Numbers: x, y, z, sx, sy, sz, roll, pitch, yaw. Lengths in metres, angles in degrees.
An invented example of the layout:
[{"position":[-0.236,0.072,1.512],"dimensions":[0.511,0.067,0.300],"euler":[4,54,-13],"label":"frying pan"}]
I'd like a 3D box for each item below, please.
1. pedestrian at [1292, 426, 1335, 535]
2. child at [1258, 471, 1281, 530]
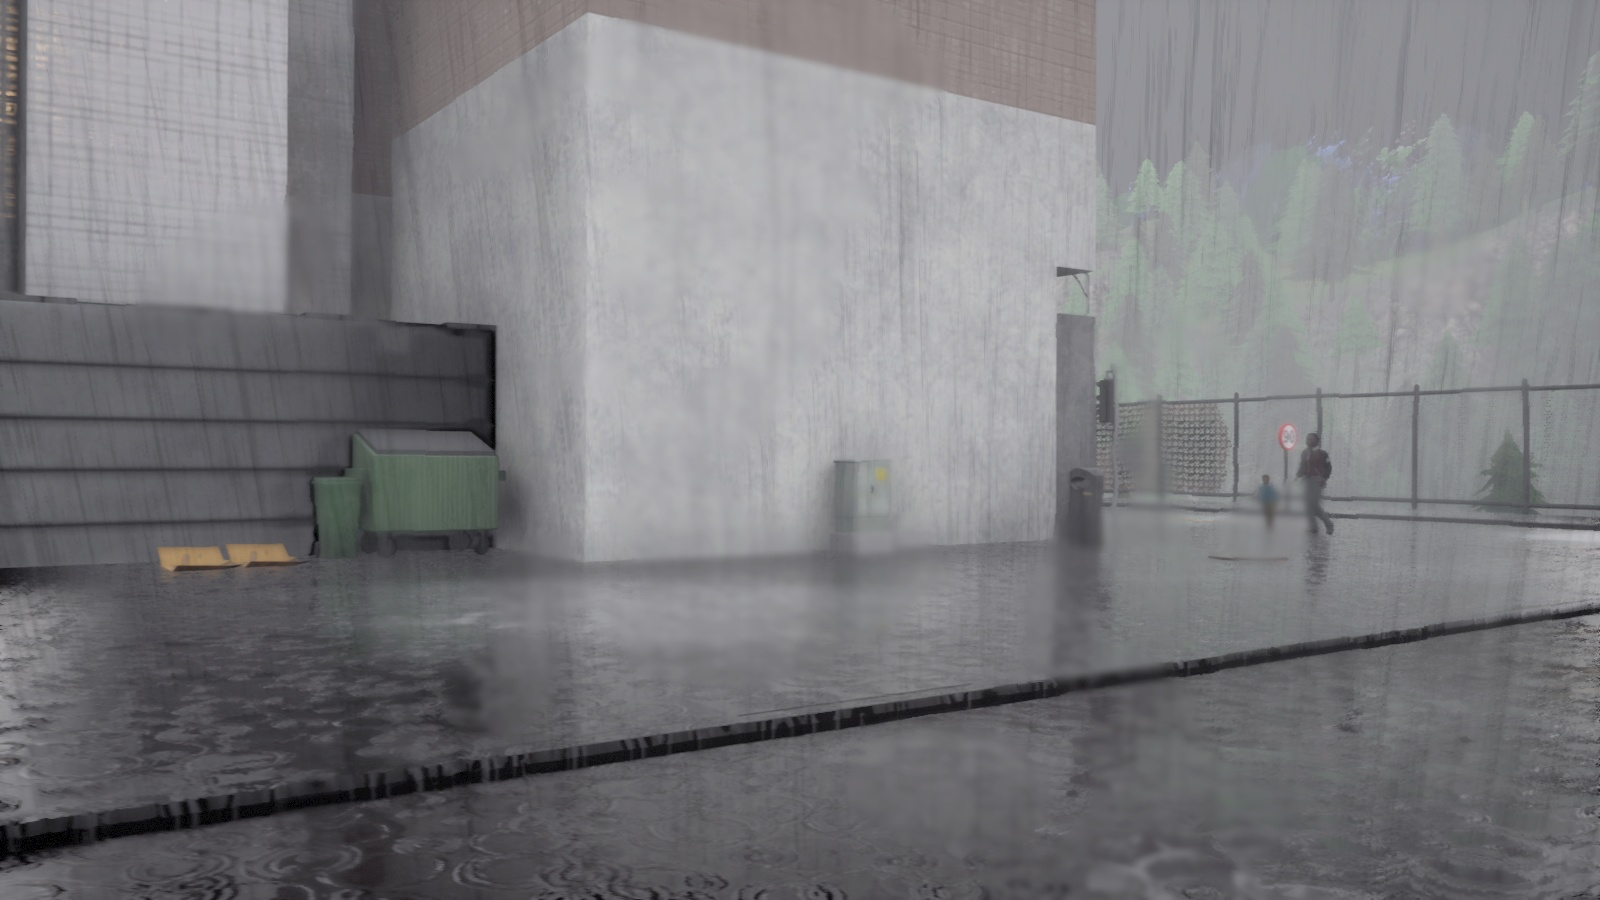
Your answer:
[{"position":[9.194,0.541,22.488],"dimensions":[0.666,1.930,0.402],"euler":[0,0,-33],"label":"pedestrian"},{"position":[9.589,1.021,25.650],"dimensions":[0.343,1.192,0.448],"euler":[0,0,33],"label":"child"}]
